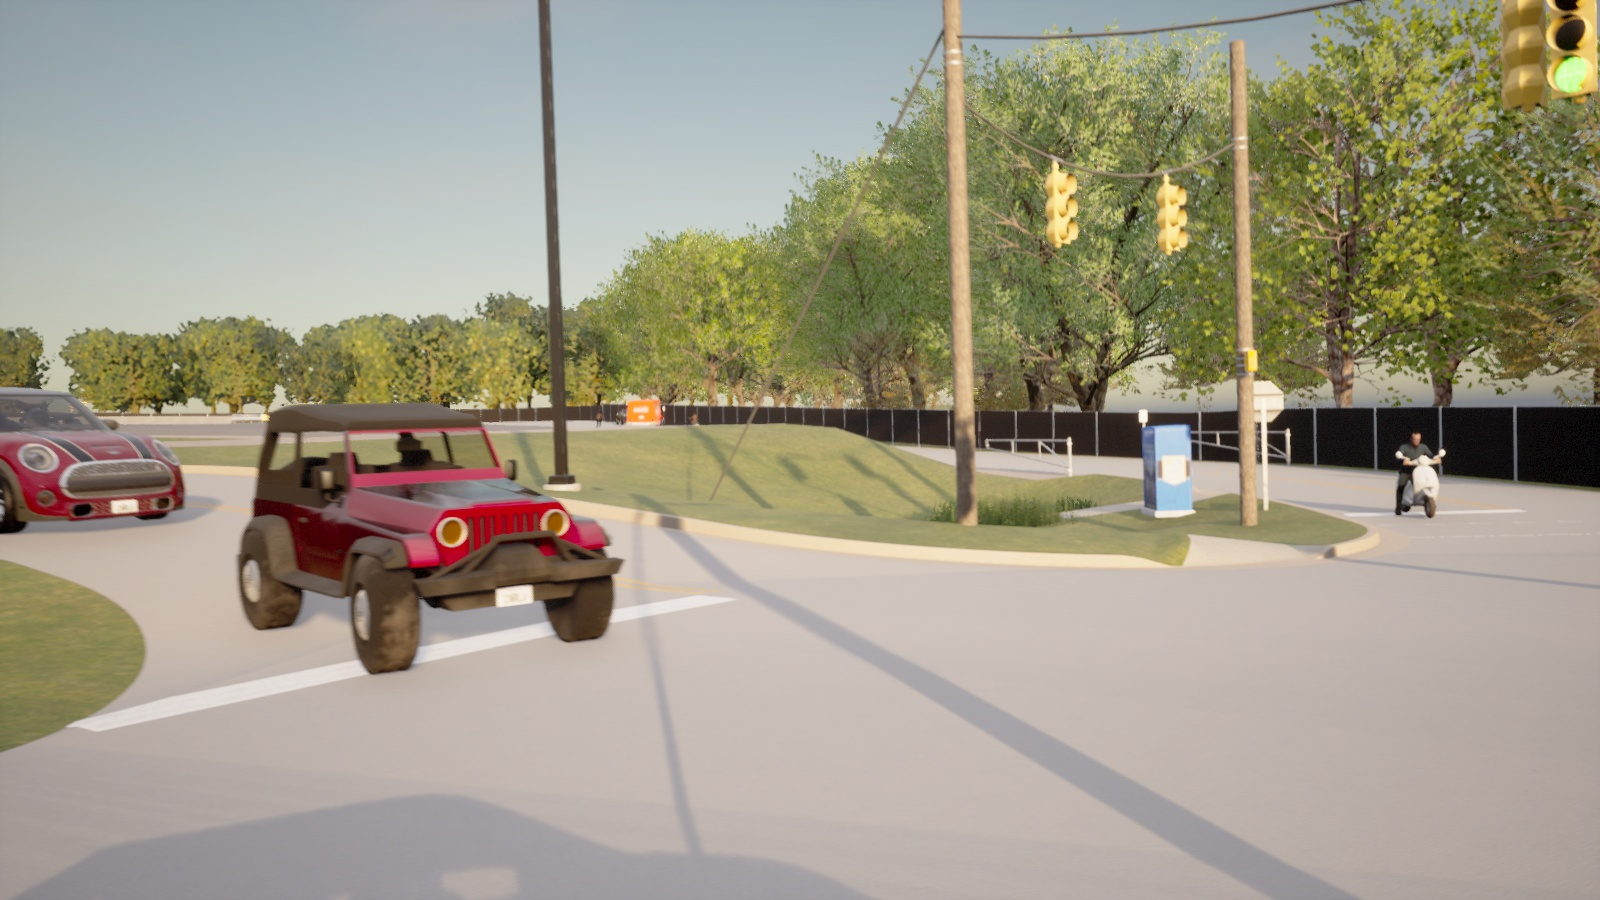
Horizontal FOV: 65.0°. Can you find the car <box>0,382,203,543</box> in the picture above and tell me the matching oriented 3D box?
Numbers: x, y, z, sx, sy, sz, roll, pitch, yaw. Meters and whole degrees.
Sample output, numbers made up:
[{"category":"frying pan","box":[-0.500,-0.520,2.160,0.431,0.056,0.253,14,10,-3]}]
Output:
[{"category":"car","box":[-10.008,0.034,15.926,4.553,1.767,2.097,2,3,29]}]

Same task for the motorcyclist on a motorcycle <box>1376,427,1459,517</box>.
[{"category":"motorcyclist on a motorcycle","box":[11.668,0.386,23.799,0.866,1.590,1.817,-2,2,8]}]

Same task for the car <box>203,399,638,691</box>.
[{"category":"car","box":[-3.234,0.558,10.253,1.905,1.878,3.866,-3,3,-41]}]
